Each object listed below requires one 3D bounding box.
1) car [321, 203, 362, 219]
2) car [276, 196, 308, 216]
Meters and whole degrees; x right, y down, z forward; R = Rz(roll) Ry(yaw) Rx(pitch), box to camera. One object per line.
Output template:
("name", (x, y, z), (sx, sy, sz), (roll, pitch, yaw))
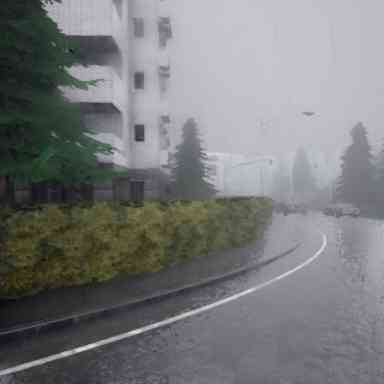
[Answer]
("car", (13.808, 1.695, 31.035), (2.033, 1.411, 5.357), (0, 0, 2))
("car", (10.376, 1.429, 35.048), (2.150, 2.045, 5.566), (0, 0, 2))
